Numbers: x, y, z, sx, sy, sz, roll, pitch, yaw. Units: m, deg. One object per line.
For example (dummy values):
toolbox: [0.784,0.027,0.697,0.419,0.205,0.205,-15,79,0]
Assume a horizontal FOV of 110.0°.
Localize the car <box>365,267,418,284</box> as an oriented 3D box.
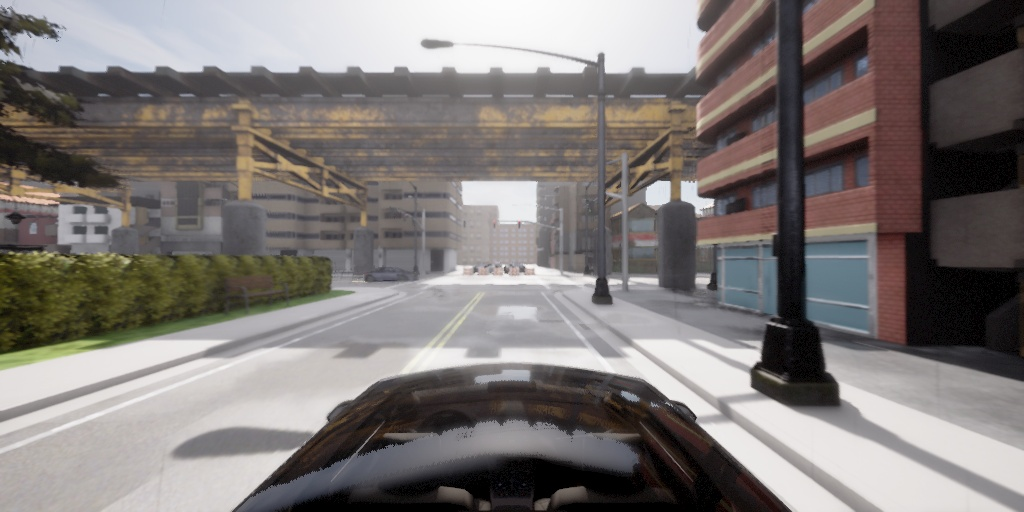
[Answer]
car: [-9.985,1.589,29.822,4.181,1.385,1.994,1,0,0]
